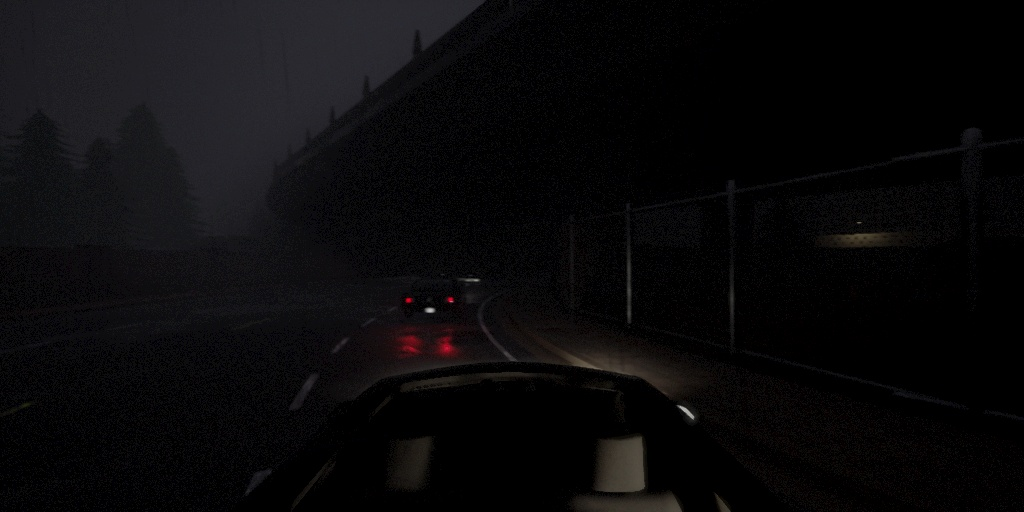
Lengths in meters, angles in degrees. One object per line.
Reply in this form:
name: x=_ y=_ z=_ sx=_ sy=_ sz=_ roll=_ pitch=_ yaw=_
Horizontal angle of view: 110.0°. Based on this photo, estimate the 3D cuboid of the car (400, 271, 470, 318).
car: x=-2.748 y=1.440 z=13.557 sx=1.895 sy=1.301 sz=4.718 roll=0 pitch=0 yaw=-4

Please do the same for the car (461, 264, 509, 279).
car: x=-2.438 y=1.543 z=37.096 sx=2.033 sy=1.411 sz=5.357 roll=0 pitch=-1 yaw=37

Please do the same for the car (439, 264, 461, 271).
car: x=-5.519 y=1.565 z=38.767 sx=2.033 sy=1.411 sz=5.357 roll=0 pitch=-1 yaw=36
